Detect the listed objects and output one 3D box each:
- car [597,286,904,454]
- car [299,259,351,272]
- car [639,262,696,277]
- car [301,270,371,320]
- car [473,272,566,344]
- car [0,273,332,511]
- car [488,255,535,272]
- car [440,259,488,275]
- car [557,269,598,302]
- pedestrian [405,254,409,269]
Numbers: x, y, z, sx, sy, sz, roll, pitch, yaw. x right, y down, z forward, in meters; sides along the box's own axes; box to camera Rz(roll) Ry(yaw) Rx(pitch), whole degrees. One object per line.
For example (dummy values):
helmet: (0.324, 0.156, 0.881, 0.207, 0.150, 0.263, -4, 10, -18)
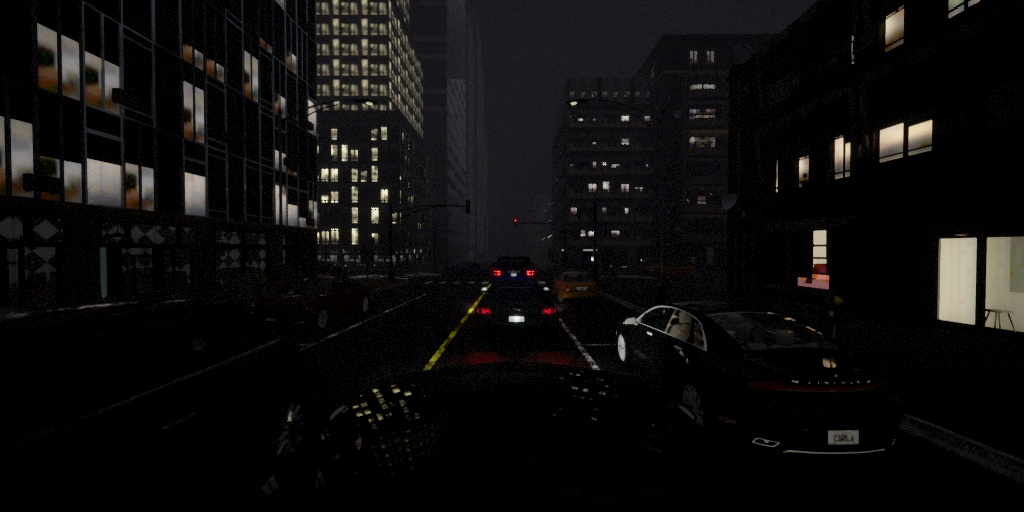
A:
car: (2.816, 1.299, 5.220, 2.007, 1.370, 4.403, 0, 0, 0)
car: (-17.874, 1.154, 34.310, 4.674, 1.442, 1.812, 1, 1, 2)
car: (16.269, 1.342, 37.055, 5.008, 1.535, 1.882, 1, 1, 1)
car: (-5.826, 1.292, 10.918, 1.888, 1.381, 4.507, 0, 0, 0)
car: (0.094, 1.312, 9.643, 1.994, 1.385, 4.181, 0, 0, 0)
car: (-3.100, 1.102, 1.751, 2.097, 1.767, 4.553, 0, 0, 0)
car: (0.085, 0.967, 19.451, 2.150, 2.045, 5.566, 0, 0, 0)
car: (-4.708, 1.288, 37.375, 5.357, 1.411, 2.033, 0, 0, 1)
car: (2.811, 1.271, 16.678, 1.751, 1.417, 4.829, 0, 0, 0)
pedestrian: (-12.568, 0.670, 42.974, 0.375, 1.860, 0.375, 0, 0, 1)
